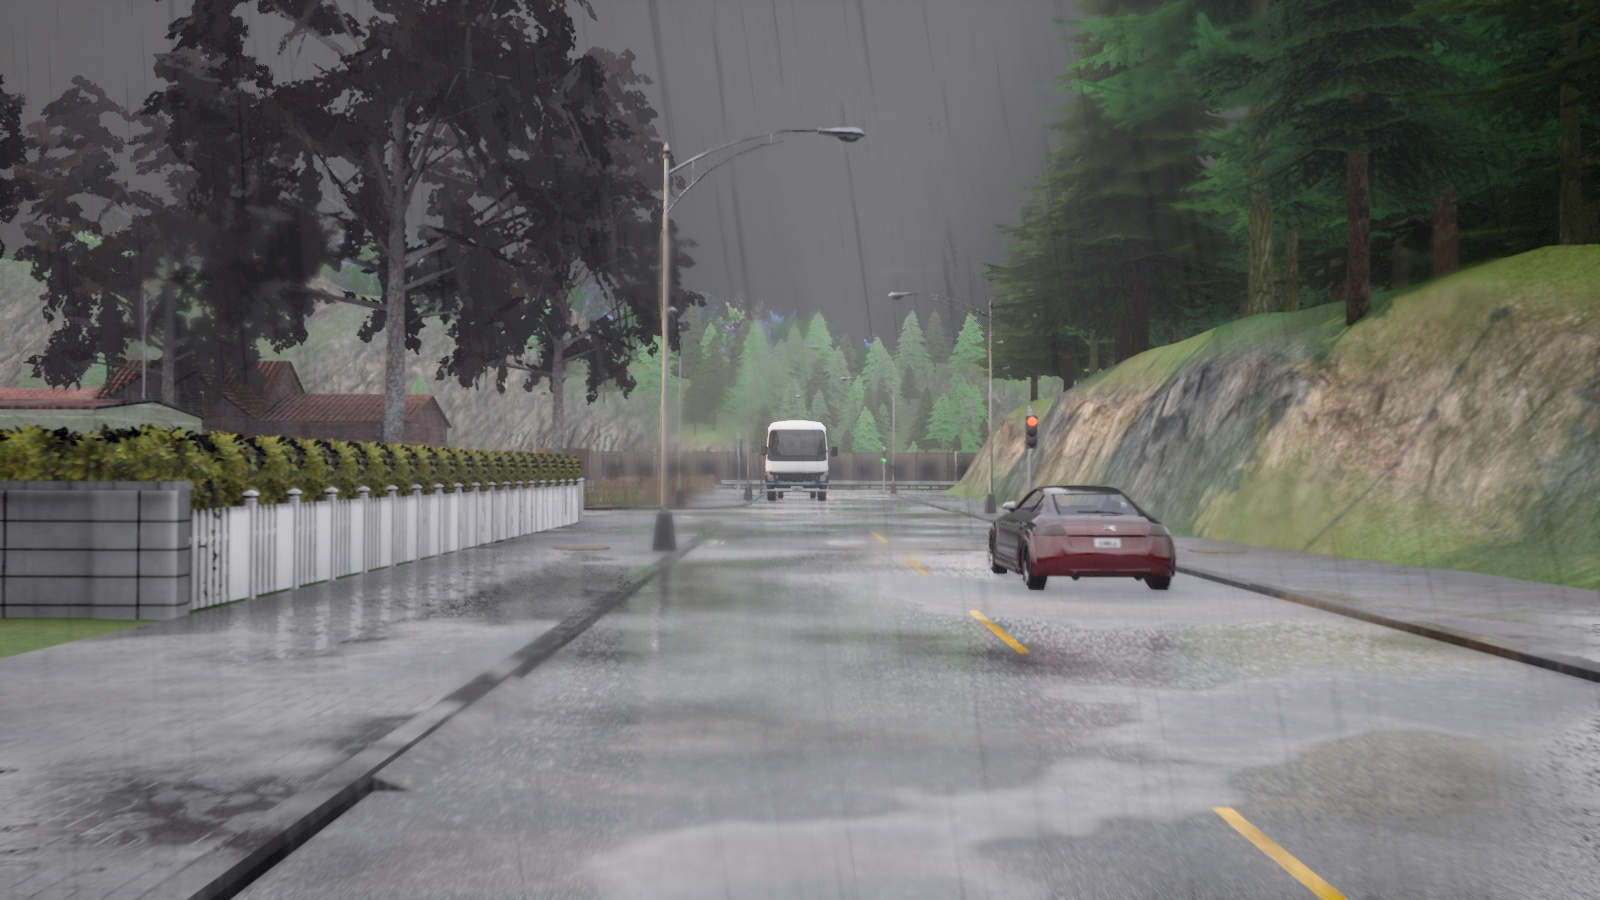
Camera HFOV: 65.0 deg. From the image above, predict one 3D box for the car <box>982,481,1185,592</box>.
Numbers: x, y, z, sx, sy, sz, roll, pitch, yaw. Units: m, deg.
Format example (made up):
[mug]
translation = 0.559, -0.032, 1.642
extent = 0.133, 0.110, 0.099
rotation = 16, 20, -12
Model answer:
[car]
translation = 3.958, 1.169, 18.309
extent = 1.994, 1.385, 4.181
rotation = 0, -1, 0

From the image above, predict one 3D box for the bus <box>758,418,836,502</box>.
[bus]
translation = -0.164, 0.593, 68.924
extent = 3.944, 4.253, 10.273
rotation = 0, -1, 0
